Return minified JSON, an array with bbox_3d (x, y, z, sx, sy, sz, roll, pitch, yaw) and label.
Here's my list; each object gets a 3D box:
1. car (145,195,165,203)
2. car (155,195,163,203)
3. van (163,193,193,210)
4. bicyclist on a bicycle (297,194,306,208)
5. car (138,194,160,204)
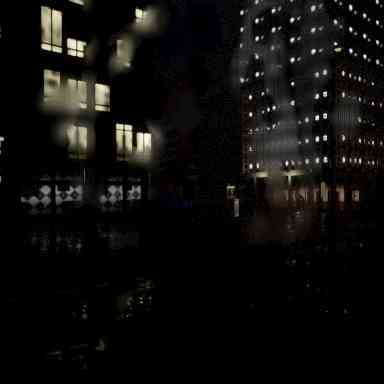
[{"bbox_3d":[-7.023,1.237,63.244,1.887,1.381,4.507,0,0,-34],"label":"car"},{"bbox_3d":[-3.913,1.035,58.659,2.192,1.841,5.009,0,0,-34],"label":"car"},{"bbox_3d":[-1.517,1.210,40.203,1.690,1.788,3.998,0,0,-34],"label":"van"},{"bbox_3d":[12.874,1.117,39.154,1.656,1.620,0.582,-1,1,-34],"label":"bicyclist on a bicycle"},{"bbox_3d":[-7.846,1.203,59.831,1.882,1.535,5.008,-1,1,-34],"label":"car"}]
